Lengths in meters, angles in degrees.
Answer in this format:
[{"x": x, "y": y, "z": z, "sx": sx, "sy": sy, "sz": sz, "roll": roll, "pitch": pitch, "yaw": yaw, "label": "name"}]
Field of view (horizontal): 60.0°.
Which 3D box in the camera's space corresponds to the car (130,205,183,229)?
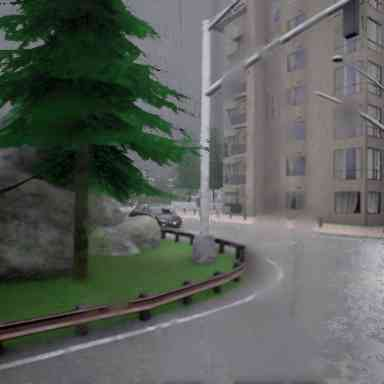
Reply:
[{"x": -2.479, "y": 1.658, "z": 22.138, "sx": 1.837, "sy": 1.490, "sz": 4.892, "roll": 1, "pitch": -1, "yaw": -36, "label": "car"}]
